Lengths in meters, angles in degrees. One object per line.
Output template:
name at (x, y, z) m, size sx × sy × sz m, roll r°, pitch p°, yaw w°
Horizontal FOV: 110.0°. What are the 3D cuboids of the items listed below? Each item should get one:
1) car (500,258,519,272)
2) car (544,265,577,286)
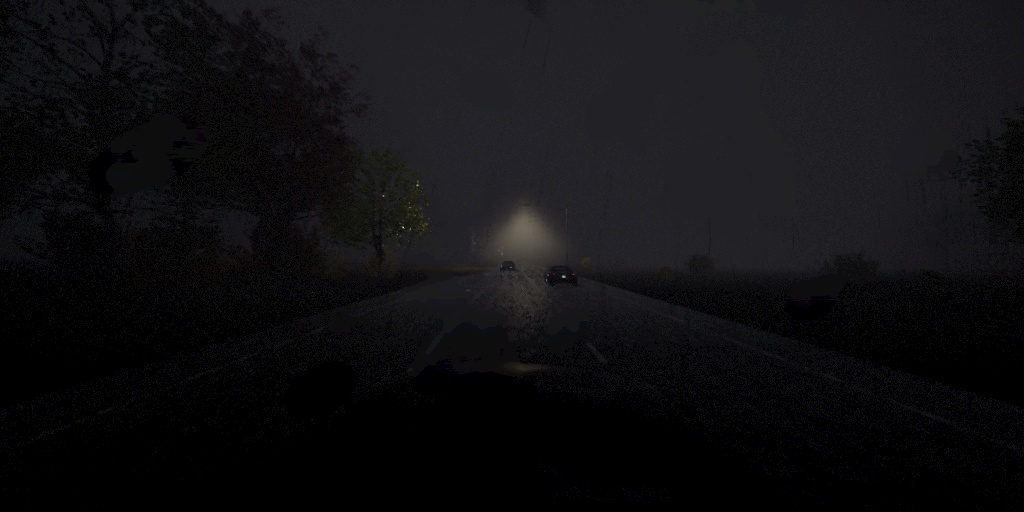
car at (-0.487, 1.360, 48.288) m, size 1.837 × 1.490 × 4.892 m, roll 1°, pitch 0°, yaw 6°
car at (3.497, 1.366, 26.155) m, size 1.994 × 1.385 × 4.181 m, roll 0°, pitch 0°, yaw 0°
